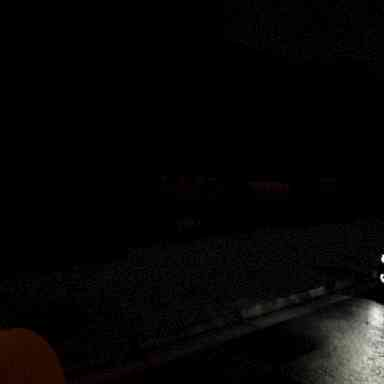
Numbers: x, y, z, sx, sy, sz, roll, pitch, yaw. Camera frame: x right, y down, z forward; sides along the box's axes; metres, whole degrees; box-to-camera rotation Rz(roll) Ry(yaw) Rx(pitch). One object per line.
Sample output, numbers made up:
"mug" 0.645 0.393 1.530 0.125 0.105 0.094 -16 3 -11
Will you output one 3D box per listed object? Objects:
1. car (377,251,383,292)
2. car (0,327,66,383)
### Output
"car" 6.112 1.323 7.423 4.553 1.767 2.097 -1 0 -35
"car" -2.947 1.477 0.968 5.008 1.535 1.882 0 0 -36
